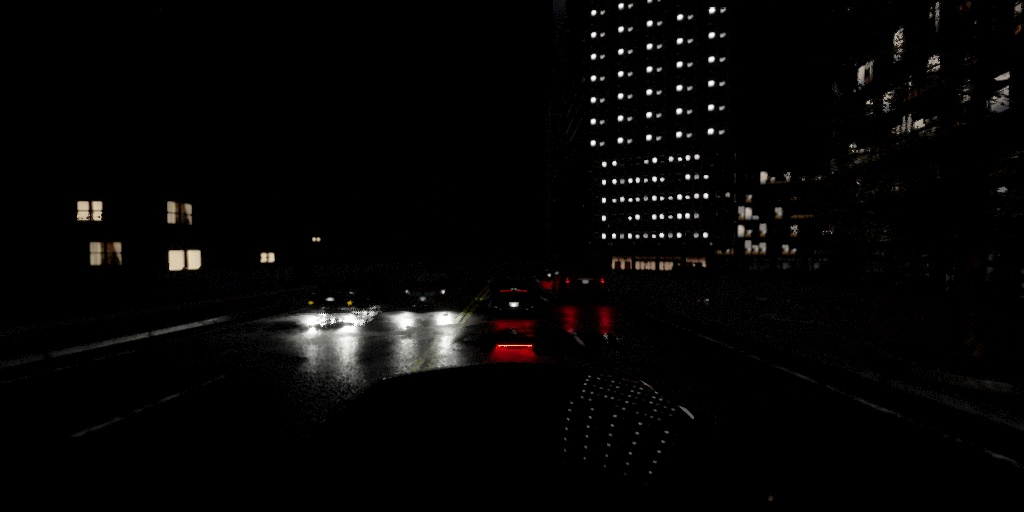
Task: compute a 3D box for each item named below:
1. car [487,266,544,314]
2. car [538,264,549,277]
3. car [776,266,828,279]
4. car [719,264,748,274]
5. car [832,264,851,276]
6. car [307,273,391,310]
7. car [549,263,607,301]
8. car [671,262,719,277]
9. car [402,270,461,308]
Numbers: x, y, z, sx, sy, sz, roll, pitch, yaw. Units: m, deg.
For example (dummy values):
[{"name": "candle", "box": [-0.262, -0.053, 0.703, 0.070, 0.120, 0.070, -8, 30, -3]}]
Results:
[{"name": "car", "box": [0.076, 1.341, 14.286, 1.837, 1.490, 4.892, 0, 0, 0]}, {"name": "car", "box": [3.324, 1.483, 34.327, 1.837, 1.490, 4.892, 0, -1, 0]}, {"name": "car", "box": [33.637, 2.005, 41.840, 4.507, 1.381, 1.888, 0, 0, 20]}, {"name": "car", "box": [31.019, 1.828, 51.187, 4.403, 1.370, 2.007, 0, 0, 20]}, {"name": "car", "box": [38.961, 1.805, 39.894, 5.009, 1.841, 2.192, 0, 0, 20]}, {"name": "car", "box": [-6.606, 1.403, 15.011, 1.994, 1.385, 4.181, 0, 0, 0]}, {"name": "car", "box": [3.331, 1.213, 18.342, 2.097, 1.767, 4.553, 0, 0, 0]}, {"name": "car", "box": [22.989, 1.712, 45.733, 5.009, 1.841, 2.192, 0, 0, 20]}, {"name": "car", "box": [-3.359, 1.370, 15.826, 1.812, 1.442, 4.674, 0, -1, 0]}]
